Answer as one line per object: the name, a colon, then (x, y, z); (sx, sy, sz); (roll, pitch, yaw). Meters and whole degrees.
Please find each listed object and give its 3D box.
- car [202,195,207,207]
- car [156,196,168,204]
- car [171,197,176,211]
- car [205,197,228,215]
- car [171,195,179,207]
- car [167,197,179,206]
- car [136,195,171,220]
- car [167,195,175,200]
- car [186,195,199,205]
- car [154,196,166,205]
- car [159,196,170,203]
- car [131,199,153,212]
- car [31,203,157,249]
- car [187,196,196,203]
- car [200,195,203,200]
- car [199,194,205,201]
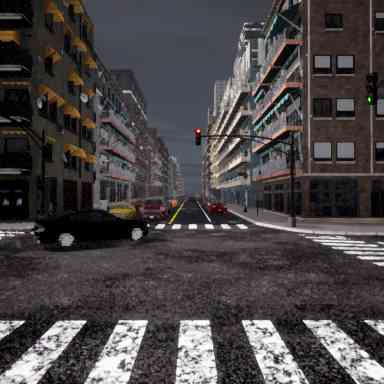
car: (2.571, 1.450, 39.062); (1.967, 1.590, 4.097); (1, 0, 0)
car: (-5.902, 1.572, 66.665); (2.008, 1.369, 4.403); (1, 0, 0)
car: (-3.224, 1.557, 37.576); (2.033, 1.411, 5.357); (0, 0, 0)
car: (2.588, 1.553, 33.538); (1.887, 1.381, 4.507); (1, 0, 0)
car: (-3.246, 1.365, 47.366); (2.097, 1.767, 4.553); (0, 0, 0)
car: (-3.249, 1.617, 57.224); (1.895, 1.301, 4.718); (0, 0, 0)
car: (-3.166, 1.359, 28.084); (2.097, 1.767, 4.553); (0, 0, -1)
car: (-5.992, 1.587, 94.282); (2.008, 1.369, 4.403); (1, 0, 0)
car: (-0.097, 1.522, 59.798); (1.837, 1.490, 4.892); (0, 0, 0)
car: (-5.883, 1.543, 60.972); (1.752, 1.417, 4.829); (1, 0, 0)
car: (-5.920, 1.568, 72.189); (1.887, 1.381, 4.507); (1, 0, 0)
car: (-5.811, 1.554, 39.048); (1.887, 1.381, 4.507); (1, 0, 0)
car: (-4.341, 1.481, 14.716); (5.008, 1.535, 1.882); (0, 0, -35)
car: (-0.151, 1.623, 70.025); (1.895, 1.301, 4.718); (0, 0, 0)
car: (2.533, 1.596, 50.108); (1.802, 1.307, 4.206); (1, 0, 0)
car: (2.732, 1.380, 81.851); (2.097, 1.767, 4.553); (0, 0, 0)
